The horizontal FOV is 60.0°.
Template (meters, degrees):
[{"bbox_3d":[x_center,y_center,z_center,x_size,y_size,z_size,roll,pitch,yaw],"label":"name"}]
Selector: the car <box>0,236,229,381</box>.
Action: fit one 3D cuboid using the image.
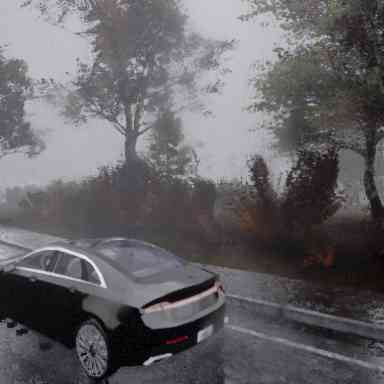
[{"bbox_3d":[-1.751,1.506,5.535,4.902,1.511,2.128,0,0,38],"label":"car"}]
